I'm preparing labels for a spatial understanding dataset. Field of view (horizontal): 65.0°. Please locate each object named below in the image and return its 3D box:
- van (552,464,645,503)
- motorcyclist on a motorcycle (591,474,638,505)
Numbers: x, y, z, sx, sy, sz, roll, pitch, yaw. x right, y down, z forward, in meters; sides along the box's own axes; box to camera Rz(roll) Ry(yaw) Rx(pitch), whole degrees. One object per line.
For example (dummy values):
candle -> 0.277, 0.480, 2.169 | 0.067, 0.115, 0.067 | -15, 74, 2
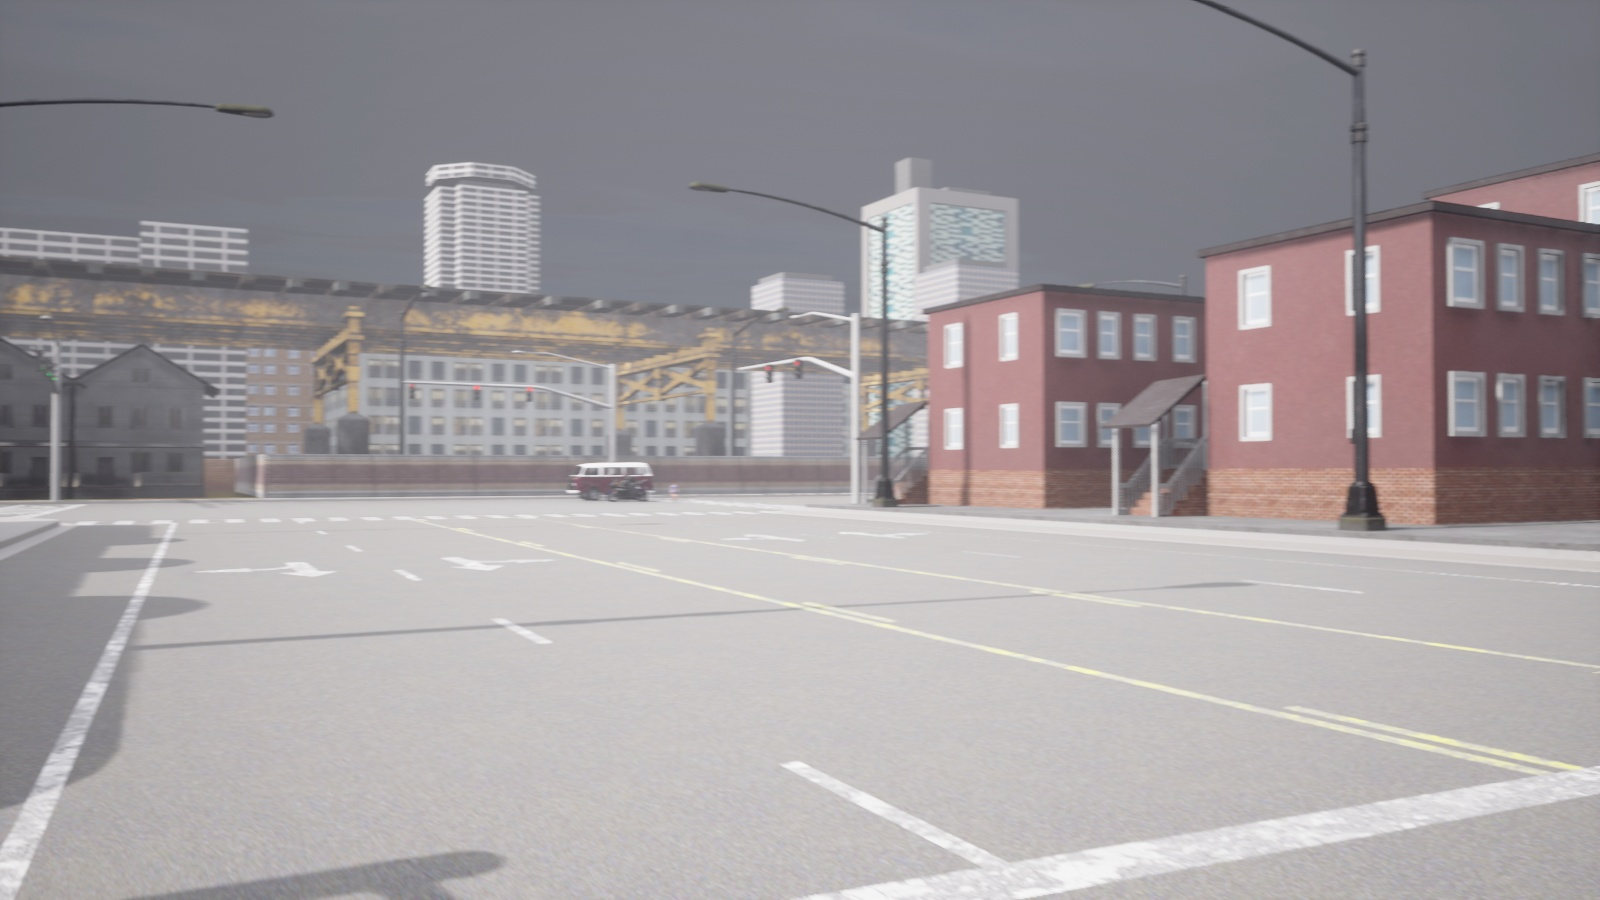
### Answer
van -> -10.815, 1.782, 67.317 | 4.480, 2.038, 2.069 | 0, -1, -26
motorcyclist on a motorcycle -> -9.462, 2.026, 64.076 | 2.191, 1.530, 0.866 | 0, -1, -26
